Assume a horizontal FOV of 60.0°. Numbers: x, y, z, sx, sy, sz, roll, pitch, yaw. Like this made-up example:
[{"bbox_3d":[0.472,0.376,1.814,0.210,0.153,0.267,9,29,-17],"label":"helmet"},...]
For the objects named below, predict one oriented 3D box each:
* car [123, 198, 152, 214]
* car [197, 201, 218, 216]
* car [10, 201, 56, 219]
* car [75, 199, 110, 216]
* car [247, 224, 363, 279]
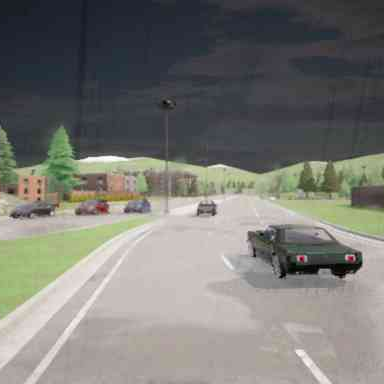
[{"bbox_3d":[-6.144,1.537,37.867,2.097,1.767,4.553,0,0,10],"label":"car"},{"bbox_3d":[1.661,1.656,34.856,2.128,1.511,4.902,0,0,9],"label":"car"},{"bbox_3d":[-14.515,1.663,30.641,1.837,1.490,4.892,0,0,10],"label":"car"},{"bbox_3d":[-10.264,1.525,34.546,2.097,1.767,4.553,0,0,10],"label":"car"},{"bbox_3d":[3.069,1.647,10.253,1.895,1.301,4.718,0,0,-4],"label":"car"}]
